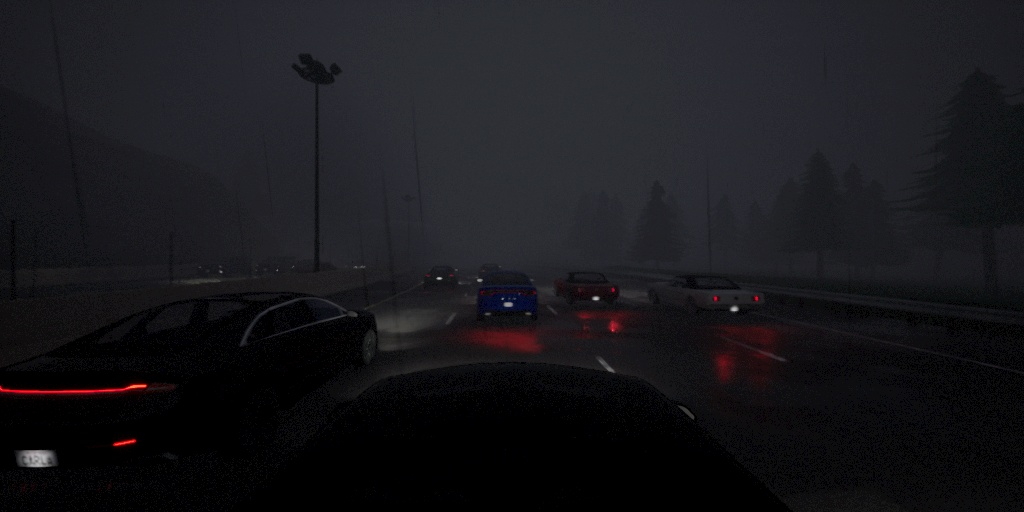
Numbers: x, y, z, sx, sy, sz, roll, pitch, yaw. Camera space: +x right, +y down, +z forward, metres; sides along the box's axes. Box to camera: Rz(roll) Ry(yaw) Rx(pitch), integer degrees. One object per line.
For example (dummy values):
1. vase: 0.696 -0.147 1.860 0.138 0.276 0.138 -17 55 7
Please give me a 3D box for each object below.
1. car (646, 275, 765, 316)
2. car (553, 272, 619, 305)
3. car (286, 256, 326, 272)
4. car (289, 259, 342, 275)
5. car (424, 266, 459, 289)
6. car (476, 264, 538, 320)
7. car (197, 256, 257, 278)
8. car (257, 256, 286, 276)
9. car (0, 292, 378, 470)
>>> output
1. car: 6.768 1.350 13.302 1.895 1.301 4.718 0 0 -3
2. car: 3.107 1.351 16.095 1.895 1.301 4.718 0 0 -4
3. car: -20.728 1.109 36.623 2.097 1.767 4.553 0 0 -10
4. car: -16.063 1.233 29.631 1.882 1.535 5.008 0 0 -8
5. car: -4.557 1.316 23.504 1.994 1.385 4.181 0 0 -6
6. car: -0.219 1.228 12.674 1.882 1.535 5.008 0 0 -3
7. car: -27.433 0.979 34.469 2.150 2.045 5.566 0 0 -10
8. car: -24.434 0.980 37.545 2.150 2.045 5.566 0 0 -11
9. car: -3.461 1.243 5.005 2.128 1.511 4.902 0 0 -1
